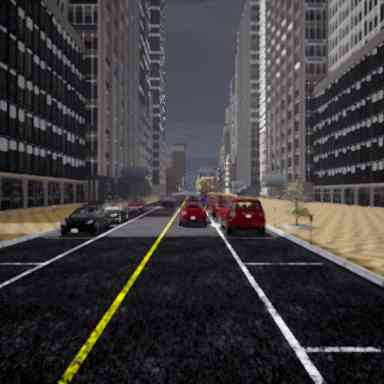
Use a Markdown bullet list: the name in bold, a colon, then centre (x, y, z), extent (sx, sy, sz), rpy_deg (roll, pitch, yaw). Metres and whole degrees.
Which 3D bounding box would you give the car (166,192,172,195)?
- **car**: centre (-5.688, 1.266, 68.149), extent (1.802, 1.307, 4.206), rpy_deg (0, 0, 0)

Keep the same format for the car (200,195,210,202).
- **car**: centre (2.692, 1.250, 68.149), extent (1.947, 1.339, 4.313), rpy_deg (0, 0, 0)

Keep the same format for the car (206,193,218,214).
- **car**: centre (2.694, 1.180, 29.374), extent (2.192, 1.841, 5.009), rpy_deg (0, 0, 0)

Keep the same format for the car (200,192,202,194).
- **car**: centre (2.359, 1.230, 53.473), extent (1.882, 1.535, 5.008), rpy_deg (0, 0, 0)

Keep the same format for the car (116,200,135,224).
- **car**: centre (-5.687, 1.442, 23.834), extent (2.008, 1.369, 4.403), rpy_deg (0, 0, 0)

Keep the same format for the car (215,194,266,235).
- **car**: centre (2.694, 1.231, 18.294), extent (2.192, 1.841, 5.009), rpy_deg (0, 0, 0)

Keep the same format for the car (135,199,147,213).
- **car**: centre (-5.687, 1.422, 34.913), extent (1.802, 1.307, 4.206), rpy_deg (0, 0, 0)

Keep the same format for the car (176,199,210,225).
- **car**: centre (0.078, 1.421, 22.780), extent (1.812, 1.442, 4.674), rpy_deg (0, 0, 0)

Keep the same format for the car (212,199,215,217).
- **car**: centre (2.693, 1.436, 23.835), extent (1.887, 1.381, 4.507), rpy_deg (0, 0, 0)

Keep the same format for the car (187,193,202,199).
- **car**: centre (0.093, 1.301, 44.581), extent (1.837, 1.490, 4.892), rpy_deg (0, 1, 0)

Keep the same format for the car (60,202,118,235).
- **car**: centre (-5.687, 1.482, 18.295), extent (1.947, 1.339, 4.313), rpy_deg (0, 0, 0)

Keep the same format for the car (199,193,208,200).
- **car**: centre (2.692, 1.071, 79.227), extent (1.967, 1.590, 4.097), rpy_deg (0, 0, 0)

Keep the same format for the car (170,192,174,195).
- **car**: centre (-5.688, 0.920, 84.765), extent (2.192, 1.841, 5.009), rpy_deg (0, 0, 0)

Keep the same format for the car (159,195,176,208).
- **car**: centre (-3.088, 1.396, 44.340), extent (1.895, 1.301, 4.718), rpy_deg (0, 0, 0)

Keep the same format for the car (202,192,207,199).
- **car**: centre (2.694, 1.129, 40.452), extent (2.192, 1.841, 5.009), rpy_deg (0, 0, 0)
